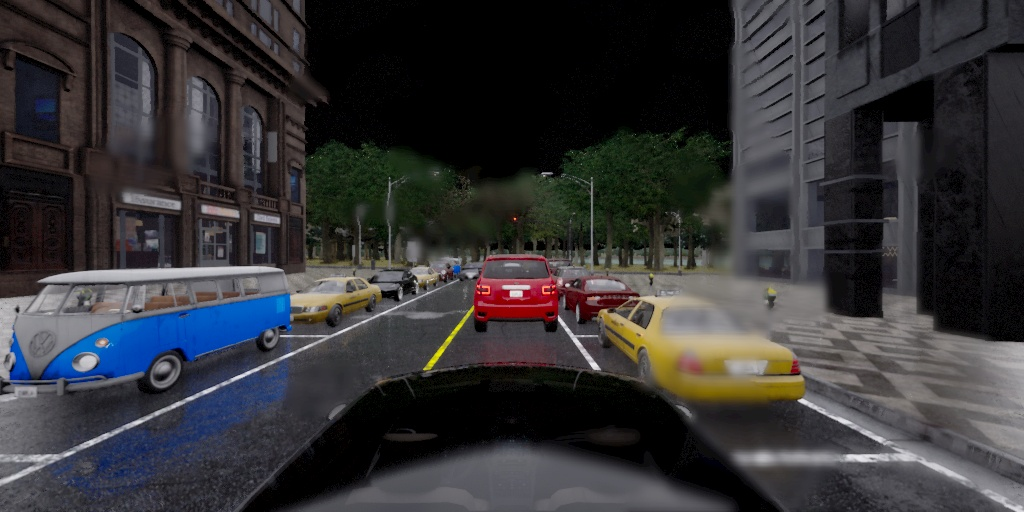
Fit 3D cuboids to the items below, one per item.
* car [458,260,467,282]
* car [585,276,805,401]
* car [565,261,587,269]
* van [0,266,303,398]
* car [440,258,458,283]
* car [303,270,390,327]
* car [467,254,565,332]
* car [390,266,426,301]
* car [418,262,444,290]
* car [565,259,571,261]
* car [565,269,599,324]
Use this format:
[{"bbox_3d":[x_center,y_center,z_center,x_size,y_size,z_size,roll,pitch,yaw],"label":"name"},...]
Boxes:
[{"bbox_3d":[-3.015,1.259,28.718,2.128,1.511,4.902,0,0,1],"label":"car"},{"bbox_3d":[2.763,1.277,6.516,1.751,1.417,4.829,0,0,0],"label":"car"},{"bbox_3d":[2.767,1.198,17.221,1.967,1.591,4.097,0,0,0],"label":"car"},{"bbox_3d":[-5.762,1.093,6.349,1.690,1.789,3.998,0,0,0],"label":"van"},{"bbox_3d":[-5.755,1.205,28.099,1.967,1.591,4.097,0,0,0],"label":"car"},{"bbox_3d":[-5.760,1.280,11.617,1.751,1.417,4.829,0,0,0],"label":"car"},{"bbox_3d":[0.105,0.976,11.043,2.150,2.045,5.566,0,0,0],"label":"car"},{"bbox_3d":[-5.759,1.324,17.224,1.948,1.339,4.313,0,0,0],"label":"car"},{"bbox_3d":[-5.757,1.287,22.492,1.751,1.417,4.829,0,0,0],"label":"car"},{"bbox_3d":[2.768,1.076,22.659,2.192,1.841,5.009,0,0,0],"label":"car"},{"bbox_3d":[2.765,1.300,11.784,1.888,1.381,4.507,0,0,0],"label":"car"}]
